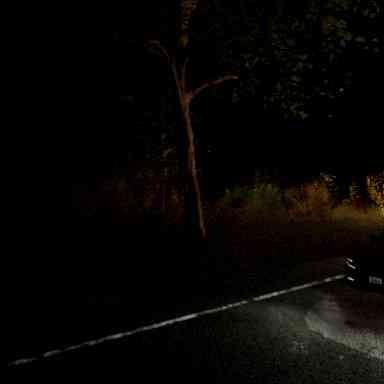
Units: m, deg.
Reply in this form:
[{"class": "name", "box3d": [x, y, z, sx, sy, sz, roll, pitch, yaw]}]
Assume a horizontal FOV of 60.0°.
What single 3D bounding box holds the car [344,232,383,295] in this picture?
[{"class": "car", "box3d": [5.665, 1.478, 8.027, 5.008, 1.535, 1.882, 0, 0, -35]}]
